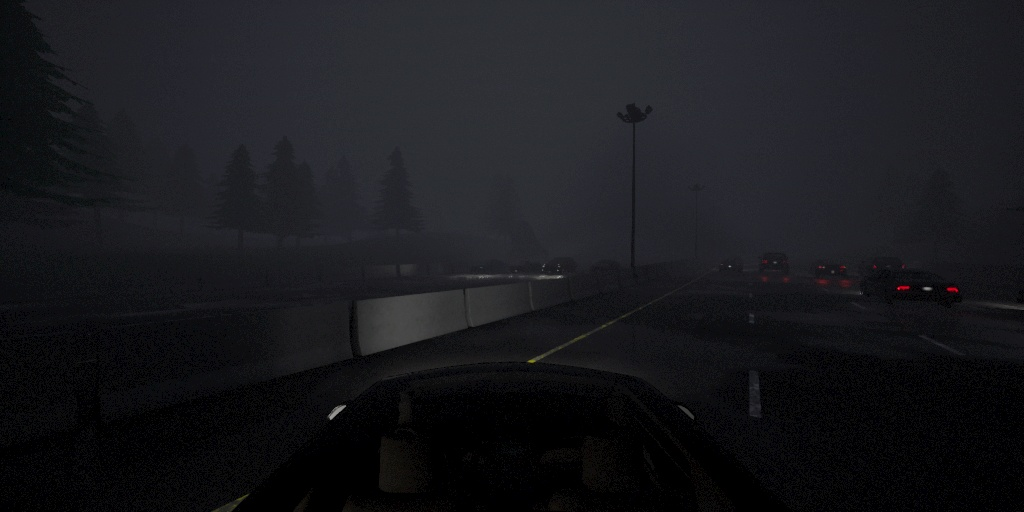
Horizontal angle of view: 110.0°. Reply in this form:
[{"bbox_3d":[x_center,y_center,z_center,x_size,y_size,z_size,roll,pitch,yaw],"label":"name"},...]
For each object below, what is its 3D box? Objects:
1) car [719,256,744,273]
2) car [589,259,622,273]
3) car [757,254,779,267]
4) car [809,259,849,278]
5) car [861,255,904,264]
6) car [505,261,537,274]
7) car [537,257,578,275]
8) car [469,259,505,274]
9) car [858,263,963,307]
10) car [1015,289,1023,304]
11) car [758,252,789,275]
[{"bbox_3d":[22.463,0.956,36.808,1.994,1.385,4.181,0,1,34],"label":"car"},{"bbox_3d":[9.643,1.051,36.651,2.033,1.411,5.357,0,1,34],"label":"car"},{"bbox_3d":[33.242,0.584,46.736,2.128,1.511,4.902,0,1,33],"label":"car"},{"bbox_3d":[26.209,0.988,29.769,1.812,1.442,4.674,0,1,33],"label":"car"},{"bbox_3d":[29.971,0.793,29.124,2.097,1.767,4.553,0,1,34],"label":"car"},{"bbox_3d":[1.625,1.153,37.293,1.895,1.301,4.718,0,1,34],"label":"car"},{"bbox_3d":[4.775,0.901,35.707,2.097,1.767,4.553,0,1,34],"label":"car"},{"bbox_3d":[-2.404,1.053,37.571,1.882,1.535,5.008,0,0,34],"label":"car"},{"bbox_3d":[16.507,1.226,15.127,2.033,1.411,5.357,0,1,34],"label":"car"},{"bbox_3d":[17.564,1.254,10.383,2.033,1.411,5.357,0,0,34],"label":"car"},{"bbox_3d":[24.995,0.629,34.289,2.150,2.045,5.566,0,1,33],"label":"car"}]
